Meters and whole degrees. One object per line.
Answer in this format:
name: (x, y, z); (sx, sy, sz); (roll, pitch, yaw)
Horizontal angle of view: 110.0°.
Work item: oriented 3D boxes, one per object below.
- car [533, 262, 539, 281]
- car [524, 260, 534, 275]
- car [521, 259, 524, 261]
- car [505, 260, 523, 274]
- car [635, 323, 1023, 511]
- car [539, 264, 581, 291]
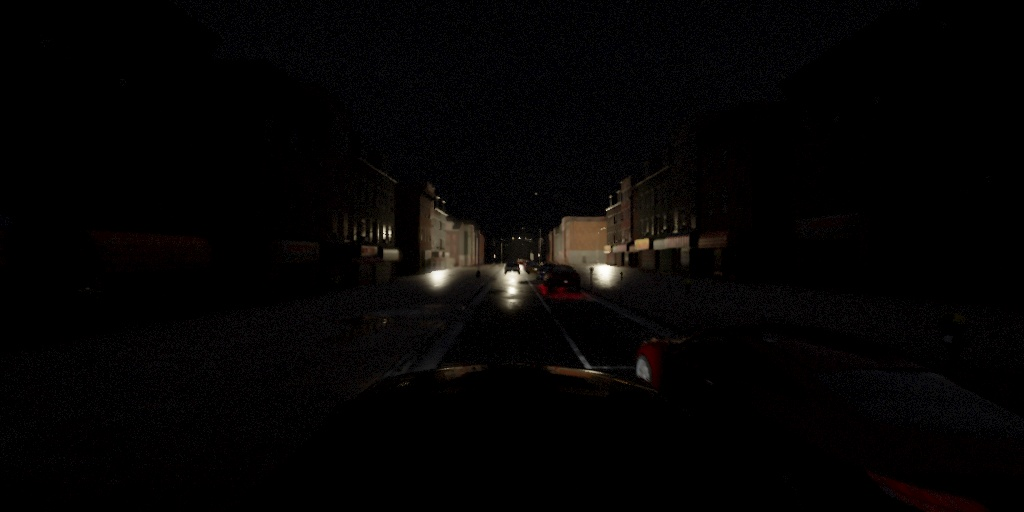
car: (3.032, 1.367, 29.526); (1.812, 1.442, 4.674); (0, 0, 0)
car: (2.649, 1.428, 42.056); (1.751, 1.417, 4.829); (0, 0, 0)
car: (2.652, 1.404, 52.819); (1.967, 1.591, 4.097); (0, 0, 0)
car: (0.064, 1.519, 44.877); (1.895, 1.301, 4.718); (0, 0, 1)
car: (2.638, 1.336, 3.620); (1.802, 1.307, 4.207); (0, 0, 0)
car: (3.021, 1.289, 22.526); (1.882, 1.535, 5.008); (0, 0, 0)
